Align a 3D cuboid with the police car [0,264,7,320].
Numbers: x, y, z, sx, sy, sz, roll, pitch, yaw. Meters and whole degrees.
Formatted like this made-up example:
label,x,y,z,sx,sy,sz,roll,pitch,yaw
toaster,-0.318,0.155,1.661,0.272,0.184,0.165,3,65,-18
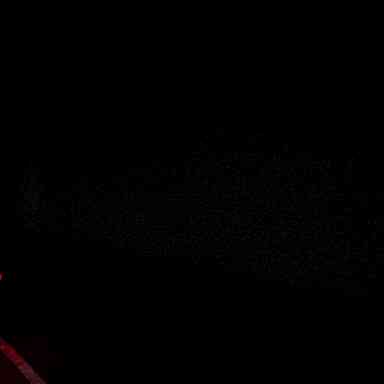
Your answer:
label,x,y,z,sx,sy,sz,roll,pitch,yaw
police car,-5.157,1.425,6.306,1.930,1.638,5.238,0,0,-45
